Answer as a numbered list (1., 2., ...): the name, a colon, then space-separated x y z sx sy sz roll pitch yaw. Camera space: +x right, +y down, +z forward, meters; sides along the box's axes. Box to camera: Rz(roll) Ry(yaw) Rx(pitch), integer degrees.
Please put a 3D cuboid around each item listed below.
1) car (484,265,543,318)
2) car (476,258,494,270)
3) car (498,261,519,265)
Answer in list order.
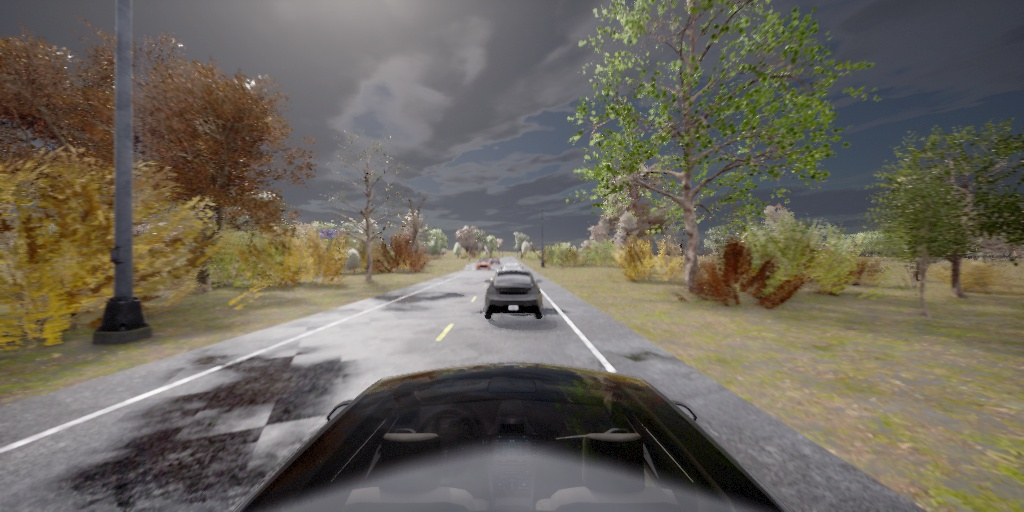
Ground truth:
1. car: 0.053 1.266 13.033 1.837 1.490 4.892 0 0 0
2. car: -4.032 1.123 51.463 2.097 1.767 4.553 0 0 -3
3. car: -0.008 1.297 28.985 1.812 1.442 4.674 0 0 0
